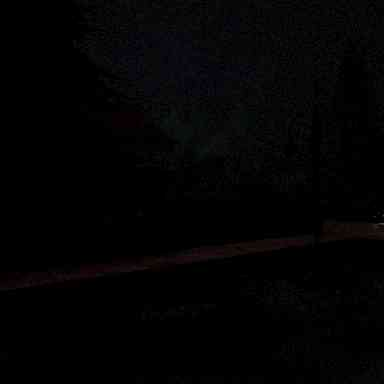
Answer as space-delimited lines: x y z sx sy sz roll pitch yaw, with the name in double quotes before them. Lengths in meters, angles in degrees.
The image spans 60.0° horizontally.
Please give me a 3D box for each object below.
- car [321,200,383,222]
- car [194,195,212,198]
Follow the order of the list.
"car" 11.657 1.351 24.609 1.837 1.490 4.892 0 0 -36
"car" 1.671 1.199 38.516 2.097 1.767 4.553 0 0 -36
